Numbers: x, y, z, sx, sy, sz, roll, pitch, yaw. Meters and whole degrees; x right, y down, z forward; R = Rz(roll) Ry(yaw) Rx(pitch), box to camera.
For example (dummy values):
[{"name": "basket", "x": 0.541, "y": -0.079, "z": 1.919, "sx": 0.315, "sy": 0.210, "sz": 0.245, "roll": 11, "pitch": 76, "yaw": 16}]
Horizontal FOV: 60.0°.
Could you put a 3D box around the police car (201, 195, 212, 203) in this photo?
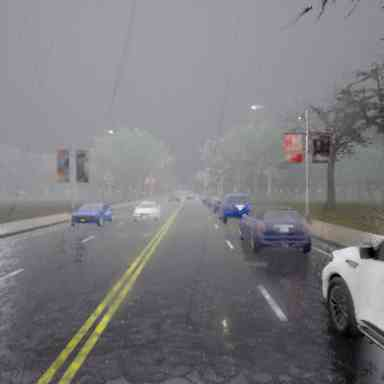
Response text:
[{"name": "police car", "x": 2.960, "y": 1.412, "z": 68.870, "sx": 2.038, "sy": 1.542, "sz": 4.974, "roll": 0, "pitch": 0, "yaw": 0}]

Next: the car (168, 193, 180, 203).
[{"name": "car", "x": -3.529, "y": 1.131, "z": 66.822, "sx": 2.150, "sy": 2.045, "sz": 5.566, "roll": 0, "pitch": 0, "yaw": 0}]

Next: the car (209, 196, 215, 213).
[{"name": "car", "x": 3.159, "y": 1.455, "z": 35.854, "sx": 1.837, "sy": 1.490, "sz": 4.892, "roll": 0, "pitch": 0, "yaw": 0}]

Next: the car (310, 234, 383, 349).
[{"name": "car", "x": 3.345, "y": 1.213, "z": 3.465, "sx": 2.150, "sy": 2.045, "sz": 5.566, "roll": 0, "pitch": 0, "yaw": 0}]

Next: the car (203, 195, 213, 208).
[{"name": "car", "x": 3.105, "y": 1.440, "z": 46.889, "sx": 2.163, "sy": 1.488, "sz": 4.792, "roll": 0, "pitch": 0, "yaw": 0}]

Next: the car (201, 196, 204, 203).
[{"name": "car", "x": 3.038, "y": 1.353, "z": 57.864, "sx": 2.033, "sy": 1.649, "sz": 4.856, "roll": 0, "pitch": 0, "yaw": 0}]

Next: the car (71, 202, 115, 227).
[{"name": "car", "x": -6.644, "y": 1.445, "z": 22.699, "sx": 1.882, "sy": 1.535, "sz": 5.008, "roll": 0, "pitch": 0, "yaw": 0}]

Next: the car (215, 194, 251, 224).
[{"name": "car", "x": 3.201, "y": 1.186, "z": 24.878, "sx": 2.150, "sy": 2.045, "sz": 5.566, "roll": 0, "pitch": 0, "yaw": 0}]

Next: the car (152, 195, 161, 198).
[{"name": "car", "x": -6.773, "y": 1.426, "z": 63.807, "sx": 1.837, "sy": 1.490, "sz": 4.892, "roll": 0, "pitch": 0, "yaw": 0}]

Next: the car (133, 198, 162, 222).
[{"name": "car", "x": -3.404, "y": 1.489, "z": 26.058, "sx": 1.812, "sy": 1.442, "sz": 4.674, "roll": 0, "pitch": 0, "yaw": 0}]

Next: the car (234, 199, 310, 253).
[{"name": "car", "x": 3.230, "y": 1.333, "z": 13.813, "sx": 2.097, "sy": 1.767, "sz": 4.553, "roll": 0, "pitch": 0, "yaw": 0}]

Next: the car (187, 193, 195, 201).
[{"name": "car", "x": -0.360, "y": 1.290, "z": 77.854, "sx": 1.812, "sy": 1.442, "sz": 4.674, "roll": 0, "pitch": 0, "yaw": -1}]
